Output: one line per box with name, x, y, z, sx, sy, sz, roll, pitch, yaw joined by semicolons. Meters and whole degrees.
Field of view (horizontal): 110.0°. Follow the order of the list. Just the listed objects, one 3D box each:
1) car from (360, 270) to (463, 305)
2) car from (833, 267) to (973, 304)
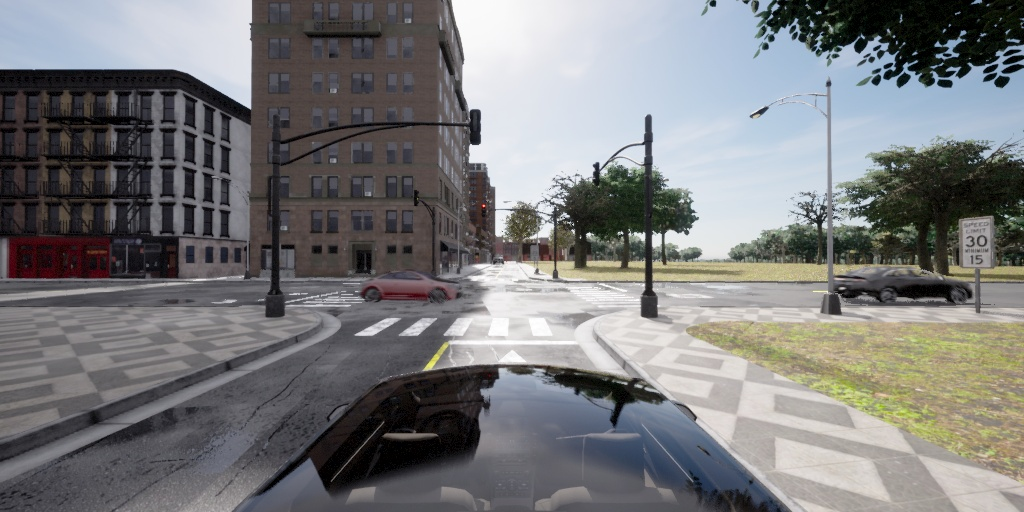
car;-4.244;1.288;15.425;4.181;1.385;1.994;1;-1;0
car;16.641;1.215;15.417;4.902;1.511;2.128;0;-1;0
